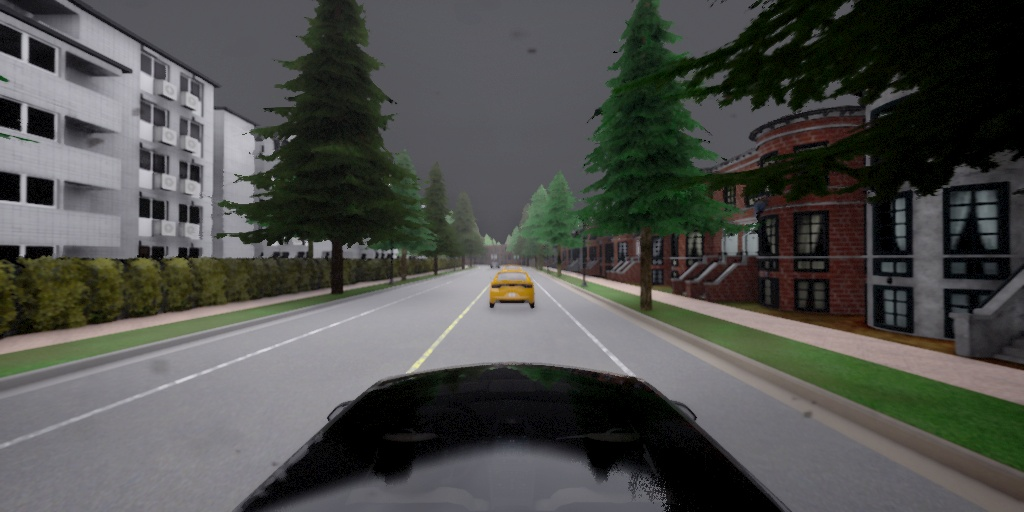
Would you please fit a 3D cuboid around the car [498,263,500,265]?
[{"bbox_3d":[0.015,1.509,31.330,1.882,1.535,5.008,0,0,0],"label":"car"}]

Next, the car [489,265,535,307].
[{"bbox_3d":[0.011,1.367,16.326,1.882,1.535,5.008,0,0,0],"label":"car"}]
